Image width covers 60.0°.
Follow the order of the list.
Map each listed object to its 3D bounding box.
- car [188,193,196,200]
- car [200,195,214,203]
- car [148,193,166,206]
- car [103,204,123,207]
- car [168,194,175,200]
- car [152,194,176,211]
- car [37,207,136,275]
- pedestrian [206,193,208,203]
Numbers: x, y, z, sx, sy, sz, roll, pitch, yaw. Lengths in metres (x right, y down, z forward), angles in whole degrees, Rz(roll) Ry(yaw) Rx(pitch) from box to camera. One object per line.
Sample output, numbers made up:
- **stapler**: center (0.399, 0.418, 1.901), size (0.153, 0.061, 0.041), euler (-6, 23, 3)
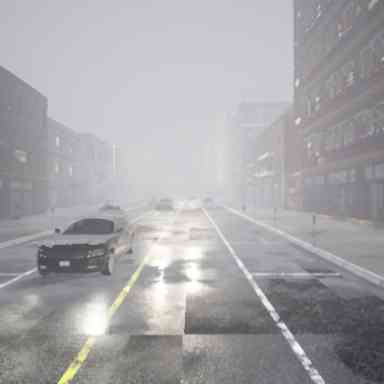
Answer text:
- **car**: center (-0.009, 1.192, 76.837), size (1.994, 1.385, 4.181), euler (0, 0, 0)
- **car**: center (2.993, 1.382, 62.256), size (1.812, 1.442, 4.674), euler (0, 0, 0)
- **car**: center (-5.681, 1.319, 52.190), size (1.967, 1.590, 4.097), euler (1, 0, 0)
- **car**: center (-5.680, 1.526, 23.757), size (1.802, 1.307, 4.206), euler (1, 0, 0)
- **car**: center (-5.695, 1.376, 91.997), size (1.802, 1.307, 4.206), euler (1, 0, 0)
- **car**: center (-3.092, 1.386, 38.779), size (1.882, 1.535, 5.008), euler (0, 0, 0)
- **car**: center (-3.054, 1.452, 10.537), size (1.882, 1.535, 5.008), euler (0, 0, 1)
- **pedestrian**: center (2.992, 1.144, 65.109), size (0.375, 1.860, 0.375), euler (1, -1, 0)
